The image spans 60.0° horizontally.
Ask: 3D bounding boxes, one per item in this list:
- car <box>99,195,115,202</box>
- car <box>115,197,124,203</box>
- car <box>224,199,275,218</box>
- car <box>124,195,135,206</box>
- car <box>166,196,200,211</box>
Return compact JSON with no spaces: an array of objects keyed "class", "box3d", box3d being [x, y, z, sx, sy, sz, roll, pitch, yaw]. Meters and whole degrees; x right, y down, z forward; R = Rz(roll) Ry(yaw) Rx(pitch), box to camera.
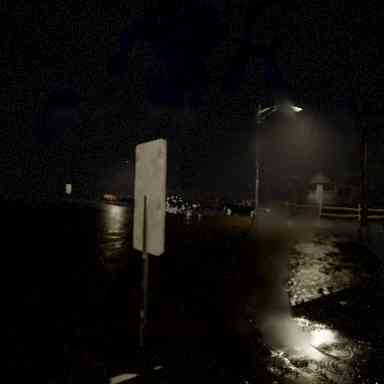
[{"class":"car","box3d":[-16.338,1.194,63.819,1.895,1.301,4.718,2,-1,-35]},{"class":"car","box3d":[-10.338,1.207,55.452,2.033,1.411,5.357,2,-1,-35]},{"class":"car","box3d":[4.720,1.348,27.890,1.837,1.490,4.892,2,-1,-35]},{"class":"car","box3d":[-6.819,1.230,44.139,1.895,1.301,4.718,2,-1,-35]},{"class":"car","box3d":[-1.042,1.233,36.000,1.837,1.490,4.892,2,-1,-35]}]
